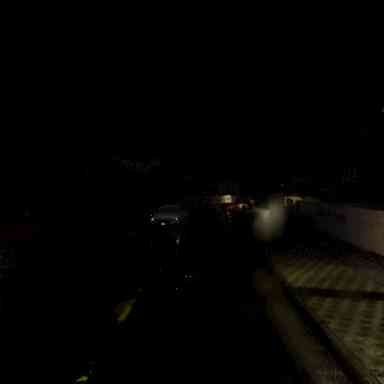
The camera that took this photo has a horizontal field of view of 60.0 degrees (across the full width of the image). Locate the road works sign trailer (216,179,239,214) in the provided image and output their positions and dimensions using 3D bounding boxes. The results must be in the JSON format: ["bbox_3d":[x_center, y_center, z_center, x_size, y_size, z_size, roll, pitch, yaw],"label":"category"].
[{"bbox_3d":[3.824,0.471,35.077,2.380,3.560,2.880,0,0,14],"label":"road works sign trailer"}]

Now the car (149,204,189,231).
[{"bbox_3d":[-1.331,1.522,21.019,1.812,1.442,4.674,0,0,7],"label":"car"}]

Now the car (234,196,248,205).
[{"bbox_3d":[9.108,1.552,61.695,1.882,1.535,5.008,0,0,22],"label":"car"}]
